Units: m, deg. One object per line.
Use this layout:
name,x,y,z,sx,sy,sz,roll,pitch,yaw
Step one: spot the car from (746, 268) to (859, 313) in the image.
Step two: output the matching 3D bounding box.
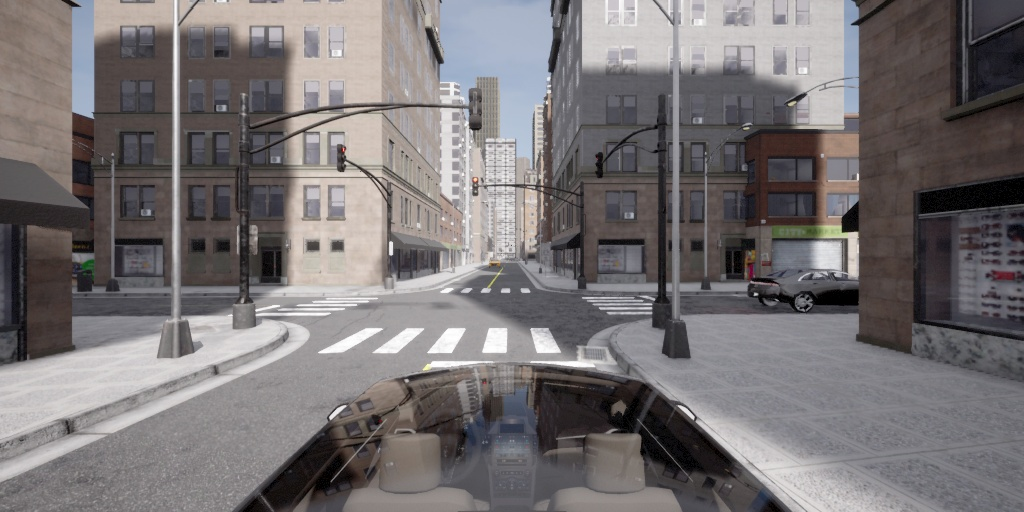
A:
car,11.428,1.209,13.234,4.902,1.511,2.128,0,0,0

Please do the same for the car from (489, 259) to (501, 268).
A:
car,-2.995,1.208,62.919,1.882,1.535,5.008,0,0,0
